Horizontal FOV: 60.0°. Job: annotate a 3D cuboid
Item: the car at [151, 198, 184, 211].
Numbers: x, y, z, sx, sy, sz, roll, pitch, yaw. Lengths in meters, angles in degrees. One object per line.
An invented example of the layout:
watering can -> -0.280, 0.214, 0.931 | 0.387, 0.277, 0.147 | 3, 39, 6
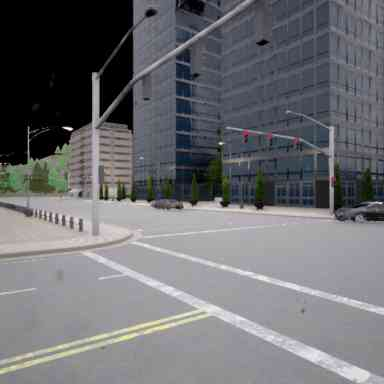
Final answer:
car -> -3.075, 1.491, 40.665 | 2.033, 1.411, 5.357 | 0, 0, -35

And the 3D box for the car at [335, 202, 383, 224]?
car -> 12.865, 1.488, 24.196 | 4.892, 1.490, 1.837 | 1, 1, -11
